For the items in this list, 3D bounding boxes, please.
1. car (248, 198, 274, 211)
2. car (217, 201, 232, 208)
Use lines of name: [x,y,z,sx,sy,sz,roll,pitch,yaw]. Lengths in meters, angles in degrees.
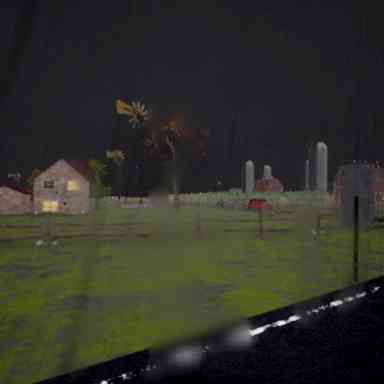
car: [11.161,2.057,54.258,2.150,2.045,5.566,1,-1,-15]
car: [6.814,2.647,69.912,2.128,1.511,4.902,1,-1,-16]
